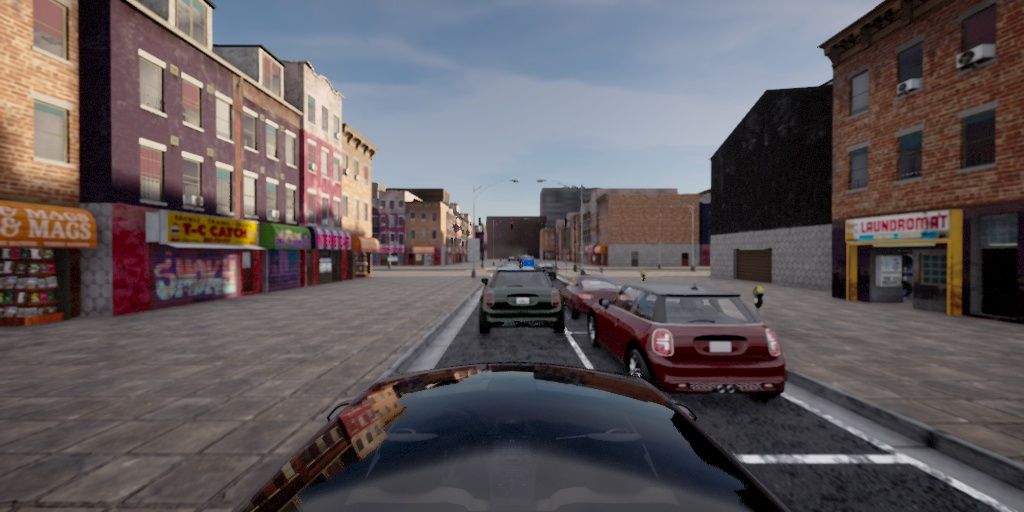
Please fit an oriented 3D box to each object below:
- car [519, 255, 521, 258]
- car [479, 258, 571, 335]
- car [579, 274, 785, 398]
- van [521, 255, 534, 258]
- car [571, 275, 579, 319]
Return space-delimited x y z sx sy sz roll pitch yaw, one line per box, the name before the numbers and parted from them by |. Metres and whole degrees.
car | 2.640 0.926 61.674 1.967 1.591 4.097 0 0 0
car | 0.163 1.051 10.499 2.097 1.767 4.553 0 0 -2
car | 2.638 1.161 6.480 1.967 1.591 4.097 0 0 0
van | 2.640 0.846 56.198 1.690 1.789 3.998 0 0 0
car | 2.638 1.270 12.160 1.802 1.307 4.207 0 0 0
